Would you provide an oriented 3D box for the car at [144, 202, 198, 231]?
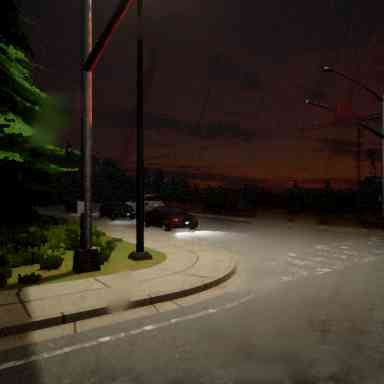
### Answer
[{"bbox_3d":[-1.405,1.591,20.710,1.994,1.385,4.181,0,0,-34],"label":"car"}]

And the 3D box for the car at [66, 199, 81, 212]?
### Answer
[{"bbox_3d":[-12.803,1.504,37.441,1.882,1.535,5.008,0,0,-34],"label":"car"}]

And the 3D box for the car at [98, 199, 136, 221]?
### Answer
[{"bbox_3d":[-6.373,1.532,27.996,1.837,1.490,4.892,0,0,-34],"label":"car"}]

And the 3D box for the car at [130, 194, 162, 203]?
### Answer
[{"bbox_3d":[-4.839,1.247,32.310,2.150,2.045,5.566,0,0,-34],"label":"car"}]
